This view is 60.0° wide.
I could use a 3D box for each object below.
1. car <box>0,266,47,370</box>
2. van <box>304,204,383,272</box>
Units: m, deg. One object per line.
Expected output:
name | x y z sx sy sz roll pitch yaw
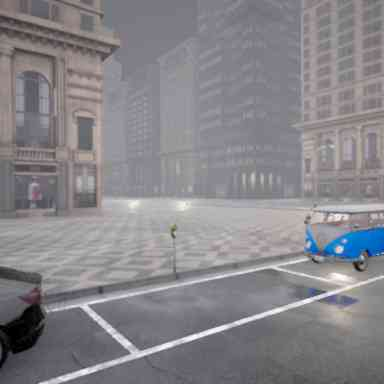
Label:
car | -3.989 1.573 3.805 4.313 1.339 1.947 0 0 -36
van | 5.193 1.290 10.357 3.998 1.788 1.690 0 0 -36
